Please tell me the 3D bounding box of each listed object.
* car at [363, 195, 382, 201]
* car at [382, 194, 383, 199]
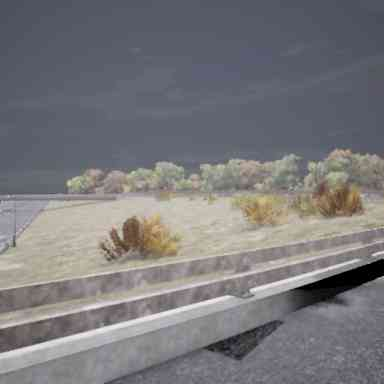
[{"bbox_3d":[43.970,1.433,81.965,1.837,1.490,4.892,0,0,2],"label":"car"},{"bbox_3d":[47.466,1.279,81.794,2.097,1.767,4.553,0,0,2],"label":"car"}]
